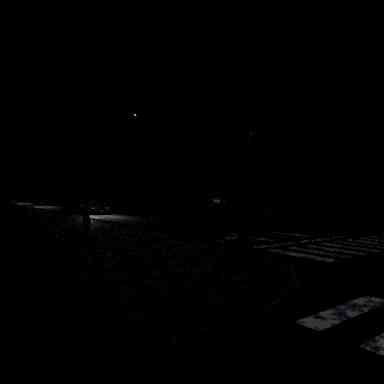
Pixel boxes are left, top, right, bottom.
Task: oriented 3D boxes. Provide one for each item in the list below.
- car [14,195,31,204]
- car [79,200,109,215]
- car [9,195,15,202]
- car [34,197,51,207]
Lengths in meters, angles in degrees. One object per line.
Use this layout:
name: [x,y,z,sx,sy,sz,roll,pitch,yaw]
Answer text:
car: [-32.957,1.511,65.203,1.812,1.442,4.674,1,0,-36]
car: [-9.796,1.497,32.916,1.812,1.442,4.674,1,0,-36]
car: [-39.036,1.349,73.680,2.097,1.767,4.553,1,-1,-36]
car: [-23.211,1.503,51.619,1.812,1.442,4.674,1,0,-36]
